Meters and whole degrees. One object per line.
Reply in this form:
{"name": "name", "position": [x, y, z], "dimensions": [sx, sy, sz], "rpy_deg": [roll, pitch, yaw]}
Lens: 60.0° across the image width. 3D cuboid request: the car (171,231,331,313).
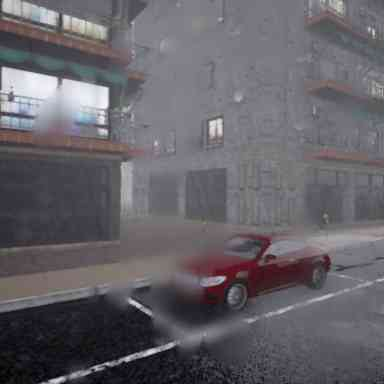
{"name": "car", "position": [1.513, 1.592, 7.629], "dimensions": [4.206, 1.307, 1.802], "rpy_deg": [0, 1, -36]}
